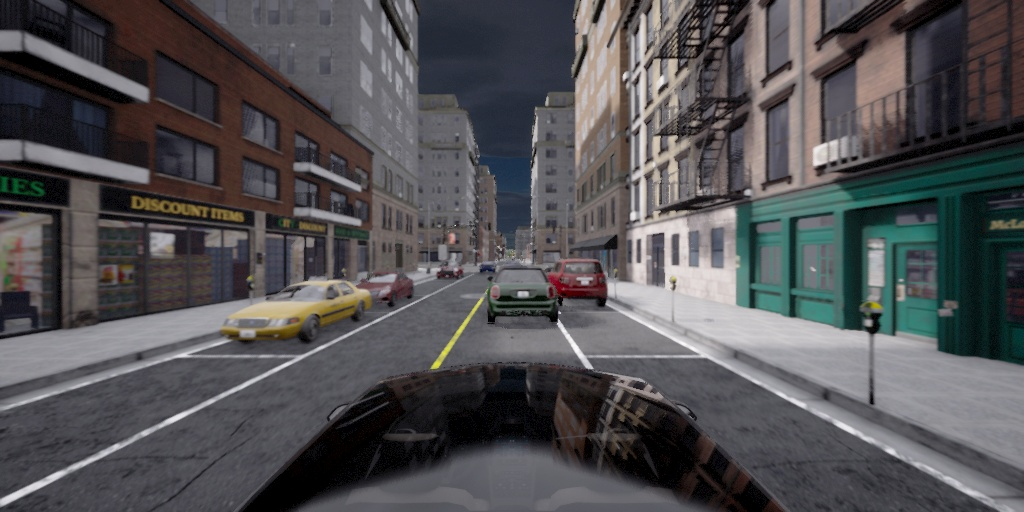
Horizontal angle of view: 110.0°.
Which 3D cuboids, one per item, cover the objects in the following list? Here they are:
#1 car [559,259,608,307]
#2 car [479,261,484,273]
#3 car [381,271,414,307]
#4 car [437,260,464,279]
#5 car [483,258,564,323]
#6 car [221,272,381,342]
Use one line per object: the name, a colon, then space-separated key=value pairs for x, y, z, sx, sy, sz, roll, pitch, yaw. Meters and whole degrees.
car: x=2.636 y=1.041 z=15.339 sx=2.192 sy=1.841 sz=5.009 roll=0 pitch=0 yaw=0
car: x=-2.761 y=1.253 z=42.101 sx=2.033 sy=1.411 sz=5.357 roll=0 pitch=0 yaw=0
car: x=-5.388 y=1.308 z=15.342 sx=1.802 sy=1.307 sz=4.207 roll=0 pitch=0 yaw=0
car: x=-5.389 y=1.149 z=31.702 sx=1.967 sy=1.591 sz=4.097 roll=0 pitch=0 yaw=0
car: x=0.220 y=1.083 z=12.169 sx=2.097 sy=1.767 sz=4.553 roll=0 pitch=0 yaw=-3
car: x=-5.387 y=1.260 z=9.719 sx=1.751 sy=1.417 sz=4.829 roll=0 pitch=0 yaw=0
